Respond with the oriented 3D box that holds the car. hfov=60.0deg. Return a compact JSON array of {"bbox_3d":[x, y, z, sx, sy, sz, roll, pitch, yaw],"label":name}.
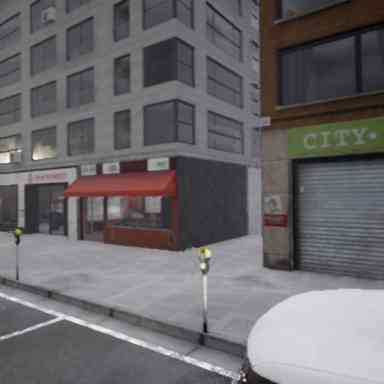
[{"bbox_3d":[2.790,1.202,1.393,5.566,2.045,2.150,-1,-1,36],"label":"car"}]
